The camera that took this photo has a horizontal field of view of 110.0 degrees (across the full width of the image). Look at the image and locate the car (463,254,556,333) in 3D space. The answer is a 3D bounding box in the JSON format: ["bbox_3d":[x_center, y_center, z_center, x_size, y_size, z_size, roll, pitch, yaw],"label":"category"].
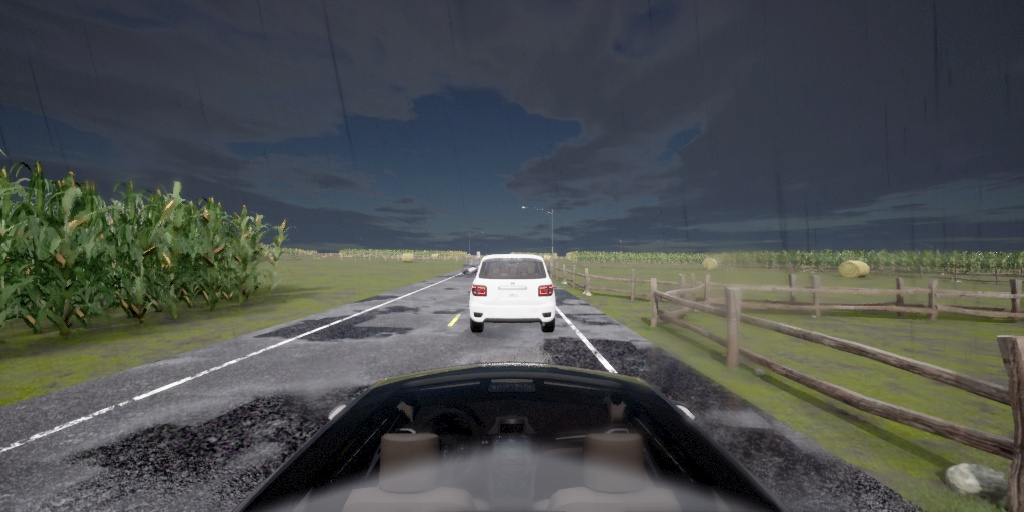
[{"bbox_3d":[0.016,0.972,10.909,2.150,2.045,5.566,0,0,0],"label":"car"}]

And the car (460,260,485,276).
[{"bbox_3d":[-4.028,1.223,37.438,2.128,1.511,4.902,0,0,-1],"label":"car"}]
